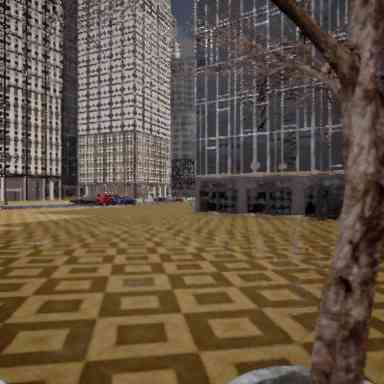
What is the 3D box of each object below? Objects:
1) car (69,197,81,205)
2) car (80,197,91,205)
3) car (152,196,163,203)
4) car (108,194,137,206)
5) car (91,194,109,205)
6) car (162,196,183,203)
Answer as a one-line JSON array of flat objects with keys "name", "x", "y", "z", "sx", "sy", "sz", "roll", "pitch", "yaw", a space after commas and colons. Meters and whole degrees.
[{"name": "car", "x": -20.290, "y": 1.628, "z": 62.327, "sx": 2.033, "sy": 1.411, "sz": 5.357, "roll": 0, "pitch": 0, "yaw": 34}, {"name": "car", "x": -17.423, "y": 1.683, "z": 60.807, "sx": 1.895, "sy": 1.301, "sz": 4.718, "roll": 0, "pitch": 0, "yaw": 34}, {"name": "car", "x": -6.444, "y": 1.594, "z": 72.032, "sx": 1.895, "sy": 1.301, "sz": 4.718, "roll": 0, "pitch": 0, "yaw": 30}, {"name": "car", "x": -11.648, "y": 1.434, "z": 57.682, "sx": 2.097, "sy": 1.767, "sz": 4.553, "roll": 0, "pitch": 0, "yaw": 33}, {"name": "car", "x": -14.521, "y": 1.304, "z": 59.225, "sx": 2.150, "sy": 2.045, "sz": 5.566, "roll": 0, "pitch": 0, "yaw": 34}, {"name": "car", "x": -3.664, "y": 1.593, "z": 70.347, "sx": 1.895, "sy": 1.301, "sz": 4.718, "roll": 0, "pitch": 0, "yaw": 30}]
